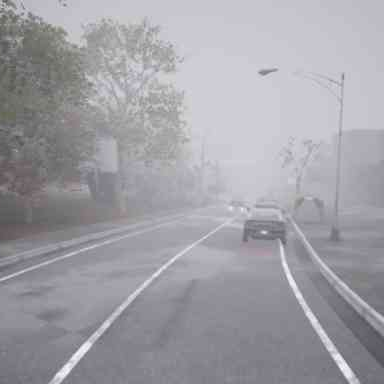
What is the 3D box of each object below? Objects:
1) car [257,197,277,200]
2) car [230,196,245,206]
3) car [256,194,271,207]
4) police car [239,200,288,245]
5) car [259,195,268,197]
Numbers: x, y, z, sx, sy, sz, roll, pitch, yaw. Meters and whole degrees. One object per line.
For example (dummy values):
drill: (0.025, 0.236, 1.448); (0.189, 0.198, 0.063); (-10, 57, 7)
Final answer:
car: (5.978, 1.454, 25.960); (1.801, 1.575, 5.366); (2, 1, 14)
car: (6.655, 1.305, 48.459); (1.882, 1.535, 5.008); (2, 0, 13)
car: (11.139, 1.271, 51.868); (2.097, 1.767, 4.553); (1, 1, 11)
police car: (3.563, 1.438, 16.125); (1.930, 1.638, 5.238); (2, 0, 14)
car: (7.365, 1.341, 31.599); (2.097, 1.767, 4.553); (2, 1, 14)
